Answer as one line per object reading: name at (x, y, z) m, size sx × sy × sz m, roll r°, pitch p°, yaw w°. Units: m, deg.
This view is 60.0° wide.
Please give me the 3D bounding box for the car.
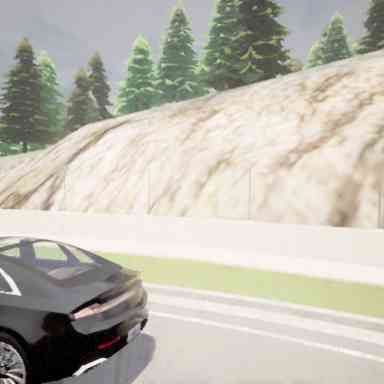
car at (-2.994, 1.390, 4.617) m, size 4.902 × 1.511 × 2.128 m, roll 1°, pitch 1°, yaw 17°
